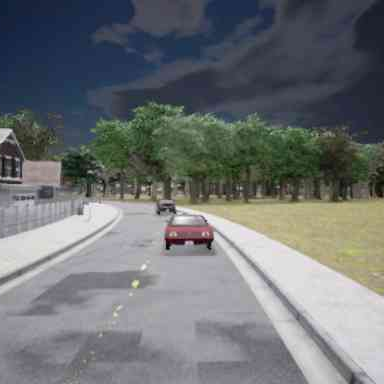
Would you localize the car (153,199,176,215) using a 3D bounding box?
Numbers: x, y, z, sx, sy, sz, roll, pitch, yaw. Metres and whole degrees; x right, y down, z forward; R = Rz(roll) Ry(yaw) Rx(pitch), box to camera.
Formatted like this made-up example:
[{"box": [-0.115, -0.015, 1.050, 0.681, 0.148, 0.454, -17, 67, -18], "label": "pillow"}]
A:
[{"box": [-2.787, 1.477, 34.163, 1.837, 1.490, 4.892, 0, 0, -11], "label": "car"}]

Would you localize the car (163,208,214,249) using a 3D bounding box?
[{"box": [-0.228, 1.595, 14.527, 1.895, 1.301, 4.718, 0, 0, -3], "label": "car"}]
